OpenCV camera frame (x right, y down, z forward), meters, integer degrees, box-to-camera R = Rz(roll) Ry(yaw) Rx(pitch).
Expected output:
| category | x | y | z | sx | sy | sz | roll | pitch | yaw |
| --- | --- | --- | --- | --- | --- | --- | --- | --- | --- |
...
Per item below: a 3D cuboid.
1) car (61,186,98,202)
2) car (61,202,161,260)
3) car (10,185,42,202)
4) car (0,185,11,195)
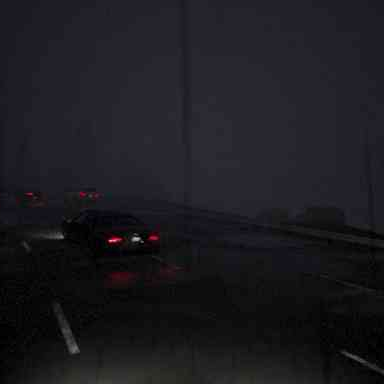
| category | x | y | z | sx | sy | sz | roll | pitch | yaw |
| --- | --- | --- | --- | --- | --- | --- | --- | --- | --- |
| car | -12.015 | 0.374 | 35.507 | 2.150 | 2.045 | 5.566 | 3 | 0 | -42 |
| car | -3.018 | 1.316 | 11.550 | 2.033 | 1.411 | 5.357 | 3 | 0 | -34 |
| car | -18.323 | 0.326 | 37.089 | 1.837 | 1.490 | 4.892 | 4 | -1 | -44 |
| car | -28.559 | -0.305 | 52.076 | 4.902 | 1.511 | 2.128 | 3 | 0 | 40 |
